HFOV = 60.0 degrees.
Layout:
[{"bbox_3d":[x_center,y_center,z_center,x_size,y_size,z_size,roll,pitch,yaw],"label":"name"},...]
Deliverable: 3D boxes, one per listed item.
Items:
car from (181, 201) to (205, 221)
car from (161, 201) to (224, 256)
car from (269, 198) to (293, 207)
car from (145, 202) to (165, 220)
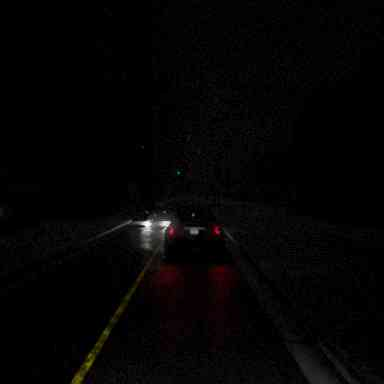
[{"bbox_3d":[0.101,1.532,28.374,1.837,1.490,4.892,0,0,0],"label":"car"},{"bbox_3d":[0.090,1.370,13.408,2.097,1.767,4.553,0,0,0],"label":"car"},{"bbox_3d":[13.925,1.620,49.259,4.829,1.417,1.752,0,-1,0],"label":"car"},{"bbox_3d":[-2.826,1.554,28.132,1.812,1.442,4.674,0,0,0],"label":"car"}]
